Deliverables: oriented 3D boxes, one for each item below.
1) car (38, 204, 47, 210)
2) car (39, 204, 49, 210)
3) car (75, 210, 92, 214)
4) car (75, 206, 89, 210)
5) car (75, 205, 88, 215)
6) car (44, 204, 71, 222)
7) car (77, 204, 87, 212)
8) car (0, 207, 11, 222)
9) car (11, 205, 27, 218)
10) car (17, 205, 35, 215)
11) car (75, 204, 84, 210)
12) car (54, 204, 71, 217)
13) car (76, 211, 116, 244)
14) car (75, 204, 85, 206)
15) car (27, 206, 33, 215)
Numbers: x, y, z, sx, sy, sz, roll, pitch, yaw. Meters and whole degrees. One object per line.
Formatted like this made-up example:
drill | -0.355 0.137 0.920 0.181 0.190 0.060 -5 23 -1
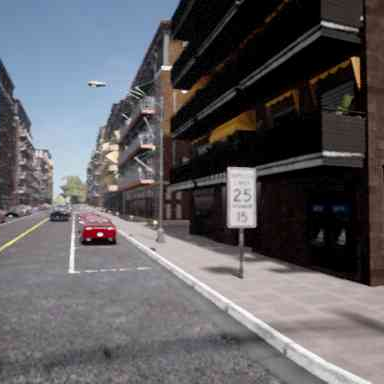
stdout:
car | -35.829 3.598 79.593 1.887 1.381 4.507 2 -2 -19
car | -37.657 3.724 84.769 1.752 1.417 4.829 2 -2 -19
car | -7.174 2.183 23.641 1.802 1.307 4.206 2 -2 -19
car | -10.945 2.443 34.313 1.887 1.381 4.507 2 -2 -19
car | -18.484 2.935 55.662 1.967 1.590 4.097 2 -2 -19
car | -14.503 2.413 36.423 2.128 1.511 4.902 1 -2 -19
car | -22.781 3.321 68.712 1.801 1.575 5.366 1 -2 -19
car | -18.861 2.289 31.563 1.802 1.307 4.206 2 -2 -19
car | -22.632 2.571 42.237 1.947 1.339 4.313 2 -2 -19
car | -26.402 2.854 52.910 2.008 1.369 4.403 2 -2 -19
car | -27.912 3.685 82.345 1.967 1.590 4.097 2 -2 -19
car | -18.389 2.576 47.320 2.097 1.767 4.553 1 -2 -19
car | -5.220 1.999 18.330 1.887 1.381 4.507 2 -2 -19
car | -14.717 2.747 44.985 2.008 1.369 4.403 2 -2 -19
car | -24.513 2.594 47.578 1.967 1.590 4.097 2 -2 -19
